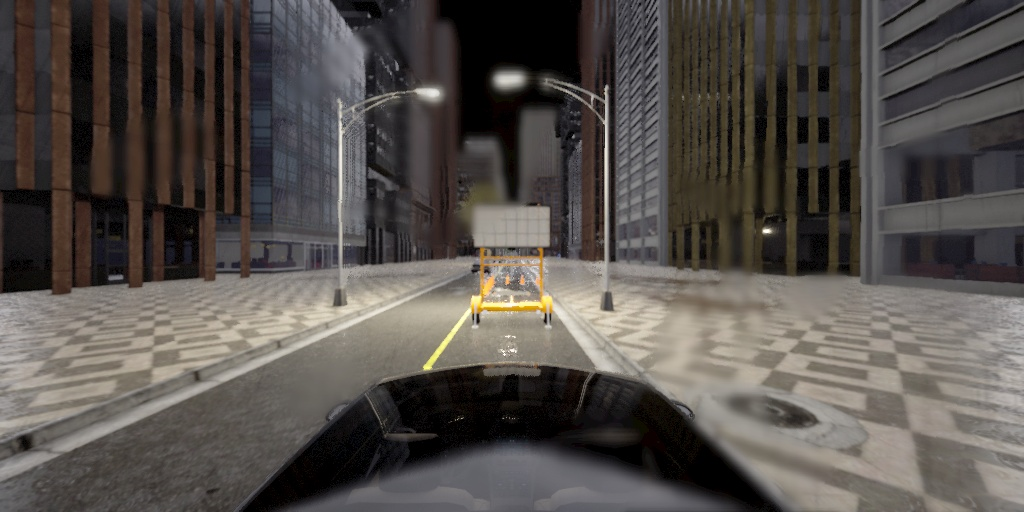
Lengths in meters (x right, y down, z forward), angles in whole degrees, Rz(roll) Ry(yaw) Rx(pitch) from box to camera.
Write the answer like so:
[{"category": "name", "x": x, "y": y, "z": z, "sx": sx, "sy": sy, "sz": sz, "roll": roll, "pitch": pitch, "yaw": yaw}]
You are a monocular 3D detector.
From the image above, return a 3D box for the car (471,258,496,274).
[{"category": "car", "x": -3.129, "y": 1.093, "z": 37.370, "sx": 2.033, "sy": 1.411, "sz": 5.357, "roll": 0, "pitch": 0, "yaw": 0}]

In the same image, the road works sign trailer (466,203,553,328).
[{"category": "road works sign trailer", "x": -0.008, "y": 0.159, "z": 11.170, "sx": 2.380, "sy": 3.560, "sz": 2.880, "roll": 0, "pitch": 0, "yaw": 0}]
